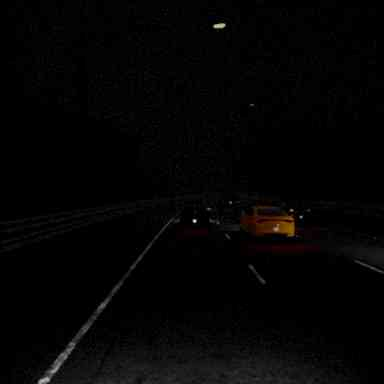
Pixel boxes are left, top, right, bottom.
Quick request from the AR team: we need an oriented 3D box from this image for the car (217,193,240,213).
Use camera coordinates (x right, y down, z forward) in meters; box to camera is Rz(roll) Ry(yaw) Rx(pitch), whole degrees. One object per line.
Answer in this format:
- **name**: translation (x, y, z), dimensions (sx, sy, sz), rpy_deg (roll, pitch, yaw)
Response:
- **car**: translation (3.933, 1.171, 36.000), dimensions (2.150, 2.045, 5.566), rpy_deg (0, 0, 1)

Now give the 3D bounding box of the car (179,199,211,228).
- **car**: translation (0.181, 1.457, 21.991), dimensions (1.837, 1.490, 4.892), rpy_deg (0, 0, 1)

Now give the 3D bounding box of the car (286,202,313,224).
- **car**: translation (7.211, 1.443, 24.286), dimensions (2.128, 1.511, 4.902), rpy_deg (0, 0, 1)

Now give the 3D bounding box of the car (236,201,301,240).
- **car**: translation (3.634, 1.436, 16.752), dimensions (1.882, 1.535, 5.008), rpy_deg (0, 0, 0)
